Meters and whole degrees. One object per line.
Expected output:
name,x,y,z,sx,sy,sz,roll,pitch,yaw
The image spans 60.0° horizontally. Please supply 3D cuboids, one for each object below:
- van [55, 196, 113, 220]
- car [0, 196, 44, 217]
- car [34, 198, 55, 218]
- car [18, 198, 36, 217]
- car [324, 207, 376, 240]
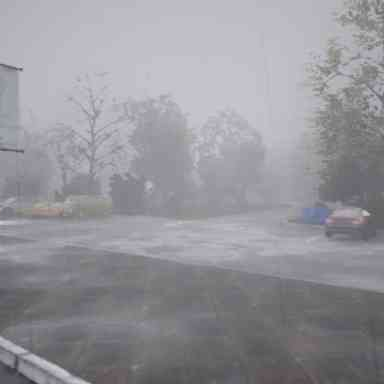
van,-9.056,1.292,28.666,1.878,1.987,4.442,-1,-1,35
car,-18.154,1.466,35.152,2.435,2.045,5.566,-2,-1,35
car,-11.168,1.554,30.516,1.946,1.575,5.366,-1,-1,35
car,-13.346,1.598,32.043,1.946,1.575,5.366,-1,-1,35
car,8.023,1.478,16.799,2.002,1.452,4.674,0,0,35
